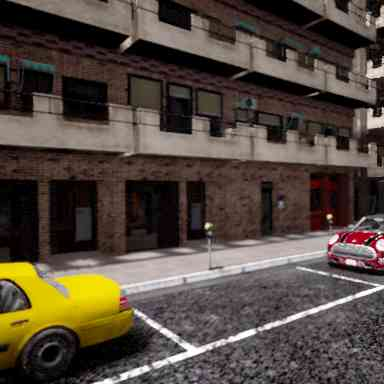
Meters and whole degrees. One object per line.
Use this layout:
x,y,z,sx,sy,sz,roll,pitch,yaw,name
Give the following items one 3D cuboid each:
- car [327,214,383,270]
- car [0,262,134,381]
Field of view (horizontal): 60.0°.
6.059,1.436,10.442,4.097,1.590,1.967,0,-1,-36,car
-3.110,1.525,3.892,4.829,1.417,1.752,0,-1,-36,car
